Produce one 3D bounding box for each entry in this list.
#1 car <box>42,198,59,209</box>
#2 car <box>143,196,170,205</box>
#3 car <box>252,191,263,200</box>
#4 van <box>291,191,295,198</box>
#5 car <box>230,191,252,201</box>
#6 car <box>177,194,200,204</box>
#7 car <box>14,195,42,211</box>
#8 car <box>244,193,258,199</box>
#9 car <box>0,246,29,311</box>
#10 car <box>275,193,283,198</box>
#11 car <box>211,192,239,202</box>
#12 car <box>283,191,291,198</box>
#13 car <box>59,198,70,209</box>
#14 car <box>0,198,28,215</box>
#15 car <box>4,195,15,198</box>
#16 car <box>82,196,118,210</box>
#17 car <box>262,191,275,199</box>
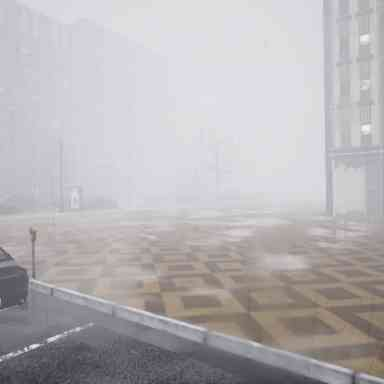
[{"bbox_3d":[-17.022,1.415,42.180,1.887,1.381,4.507,-1,0,36],"label":"car"},{"bbox_3d":[-5.666,1.314,53.422,1.895,1.301,4.718,-1,0,36],"label":"car"},{"bbox_3d":[12.447,1.046,68.613,1.802,1.307,4.206,-1,0,36],"label":"car"},{"bbox_3d":[25.406,0.654,86.526,1.690,1.788,3.998,-1,0,36],"label":"van"},{"bbox_3d":[9.207,1.048,64.135,1.887,1.381,4.507,-1,0,36],"label":"car"},{"bbox_3d":[-0.515,1.062,50.700,1.967,1.590,4.097,-1,0,36],"label":"car"},{"bbox_3d":[-20.265,1.228,37.701,2.192,1.841,5.009,-1,0,36],"label":"car"},{"bbox_3d":[15.380,1.040,86.961,1.947,1.339,4.313,-1,0,36],"label":"car"},{"bbox_3d":[-4.945,1.553,6.570,4.403,1.369,2.008,0,-1,35],"label":"car"},{"bbox_3d":[18.927,0.938,77.569,2.008,1.369,4.403,-1,0,36],"label":"car"},{"bbox_3d":[5.967,1.093,59.657,2.008,1.369,4.403,-1,0,36],"label":"car"},{"bbox_3d":[22.168,0.932,82.048,1.802,1.307,4.206,-1,0,36],"label":"car"},{"bbox_3d":[-13.916,1.344,42.060,1.812,1.442,4.674,-1,0,36],"label":"car"},{"bbox_3d":[-16.714,1.413,28.309,1.802,1.307,4.206,-1,0,36],"label":"car"},{"bbox_3d":[-20.675,1.385,32.710,1.882,1.535,5.008,-1,0,37],"label":"car"},{"bbox_3d":[-10.235,1.186,37.266,1.967,1.590,4.097,-1,0,36],"label":"car"},{"bbox_3d":[15.685,0.740,73.091,2.192,1.841,5.009,-1,0,36],"label":"car"}]
